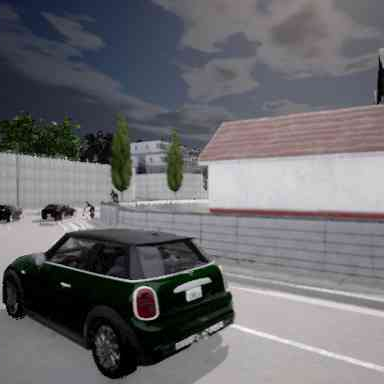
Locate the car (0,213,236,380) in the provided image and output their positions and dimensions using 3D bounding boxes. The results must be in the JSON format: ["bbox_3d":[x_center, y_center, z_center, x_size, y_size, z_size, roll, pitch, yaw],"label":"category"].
[{"bbox_3d":[-1.552,1.414,5.892,4.553,1.767,2.097,-1,-1,42],"label":"car"}]

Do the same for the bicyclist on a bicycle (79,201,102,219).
[{"bbox_3d":[-9.215,1.627,29.715,1.656,1.620,0.582,-1,0,-6],"label":"bicyclist on a bicycle"}]

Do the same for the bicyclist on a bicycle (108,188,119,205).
[{"bbox_3d":[-7.655,0.472,32.370,1.656,1.620,0.582,-1,-2,33],"label":"bicyclist on a bicycle"}]

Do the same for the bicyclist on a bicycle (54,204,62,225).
[{"bbox_3d":[-10.628,1.762,26.276,0.582,1.620,1.656,0,-1,-23],"label":"bicyclist on a bicycle"}]

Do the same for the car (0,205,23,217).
[{"bbox_3d":[-16.436,1.888,29.298,1.837,1.490,4.892,-1,0,-12],"label":"car"}]

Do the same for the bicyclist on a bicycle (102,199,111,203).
[{"bbox_3d":[-8.323,1.633,30.933,0.582,1.620,1.656,0,-1,-32],"label":"bicyclist on a bicycle"}]

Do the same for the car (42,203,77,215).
[{"bbox_3d":[-12.951,1.888,32.731,1.837,1.490,4.892,-2,-1,2],"label":"car"}]
